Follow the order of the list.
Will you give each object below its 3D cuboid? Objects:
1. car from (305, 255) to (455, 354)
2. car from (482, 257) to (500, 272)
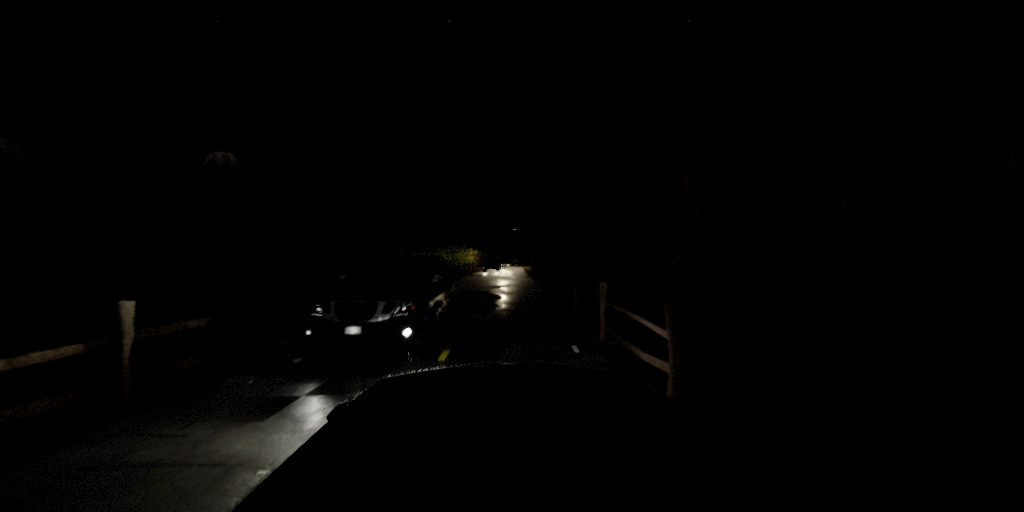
[{"bbox_3d":[-2.851,0.989,9.191,2.150,2.045,5.566,0,0,0],"label":"car"},{"bbox_3d":[-2.833,1.127,49.564,2.150,2.045,5.566,0,0,0],"label":"car"}]
